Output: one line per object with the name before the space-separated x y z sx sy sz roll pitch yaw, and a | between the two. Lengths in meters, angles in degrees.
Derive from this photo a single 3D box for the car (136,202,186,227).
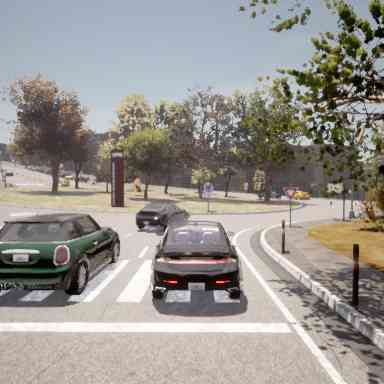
car | -1.658 1.378 20.108 1.837 1.490 4.892 1 1 19

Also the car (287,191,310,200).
car | 19.394 0.560 60.856 1.882 1.535 5.008 -1 2 -20

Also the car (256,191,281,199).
car | 14.660 0.526 63.900 2.033 1.411 5.357 -1 2 -29

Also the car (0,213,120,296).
car | -3.360 1.322 8.732 2.097 1.767 4.553 0 0 1

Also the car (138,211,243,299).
car | 0.097 1.463 8.377 2.128 1.511 4.902 0 0 0
